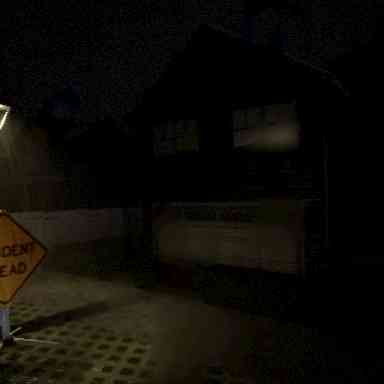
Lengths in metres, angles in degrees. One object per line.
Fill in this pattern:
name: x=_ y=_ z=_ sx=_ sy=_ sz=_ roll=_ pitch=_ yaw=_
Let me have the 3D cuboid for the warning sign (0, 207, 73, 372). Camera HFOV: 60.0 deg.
warning sign: x=-2.498 y=1.163 z=4.429 sx=1.060 sy=1.860 sz=1.300 roll=-2 pitch=0 yaw=35
